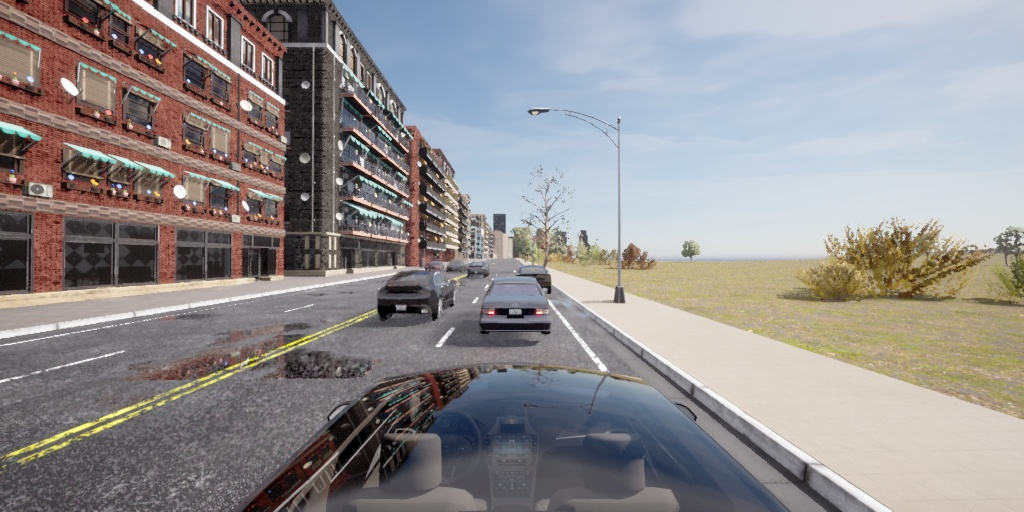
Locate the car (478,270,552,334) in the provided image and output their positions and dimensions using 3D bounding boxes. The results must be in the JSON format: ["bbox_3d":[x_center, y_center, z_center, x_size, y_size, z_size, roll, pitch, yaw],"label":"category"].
[{"bbox_3d":[0.094,1.299,10.553,2.033,1.411,5.357,0,0,0],"label":"car"}]

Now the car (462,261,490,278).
[{"bbox_3d":[-3.181,1.245,34.488,2.128,1.511,4.902,0,0,0],"label":"car"}]

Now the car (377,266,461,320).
[{"bbox_3d":[-3.163,1.253,12.634,1.837,1.490,4.892,0,-1,0],"label":"car"}]

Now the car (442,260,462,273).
[{"bbox_3d":[-6.638,1.256,42.647,1.837,1.490,4.892,0,0,0],"label":"car"}]

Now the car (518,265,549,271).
[{"bbox_3d":[1.120,1.230,20.316,1.882,1.535,5.008,0,0,0],"label":"car"}]

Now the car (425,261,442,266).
[{"bbox_3d":[-9.889,1.315,46.087,1.994,1.385,4.181,0,0,0],"label":"car"}]
